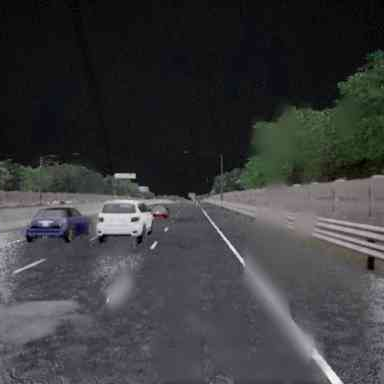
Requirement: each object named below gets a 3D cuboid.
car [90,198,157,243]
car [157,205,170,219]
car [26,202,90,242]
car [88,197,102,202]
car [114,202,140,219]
[{"bbox_3d":[-3.395,1.456,17.690,2.150,2.045,5.566,0,-1,0],"label":"car"},{"bbox_3d":[-3.392,2.023,34.994,1.994,1.385,4.181,0,-1,0],"label":"car"},{"bbox_3d":[-6.897,1.587,17.797,2.097,1.767,4.553,0,-1,0],"label":"car"},{"bbox_3d":[-17.510,2.006,60.403,2.150,2.045,5.566,0,-1,1],"label":"car"},{"bbox_3d":[-6.891,1.947,35.844,1.882,1.535,5.008,0,-1,0],"label":"car"}]
